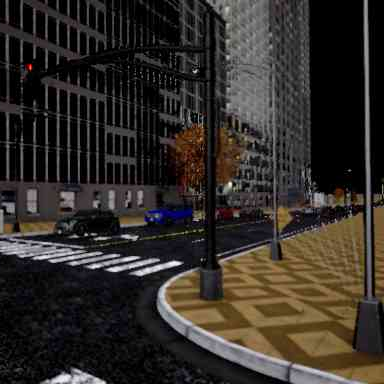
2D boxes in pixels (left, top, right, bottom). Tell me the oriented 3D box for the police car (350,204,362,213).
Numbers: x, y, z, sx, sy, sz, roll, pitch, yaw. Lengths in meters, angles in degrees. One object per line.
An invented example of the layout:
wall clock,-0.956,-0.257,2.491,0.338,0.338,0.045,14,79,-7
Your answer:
police car,32.051,3.194,65.125,1.930,1.638,5.238,-1,-2,32

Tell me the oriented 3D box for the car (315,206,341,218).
car,18.637,2.746,45.326,1.837,1.490,4.892,-1,-2,32

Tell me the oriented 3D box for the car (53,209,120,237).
car,-7.054,1.953,22.596,2.097,1.767,4.553,-1,-2,32

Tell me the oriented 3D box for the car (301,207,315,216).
car,17.922,2.915,50.366,2.033,1.411,5.357,-1,-2,31

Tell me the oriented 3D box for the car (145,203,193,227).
car,-2.005,2.044,30.794,2.150,2.045,5.566,-1,-2,32

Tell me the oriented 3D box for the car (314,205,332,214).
car,23.396,3.151,59.251,2.033,1.411,5.357,-1,-2,32

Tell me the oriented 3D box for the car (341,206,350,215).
car,23.863,2.972,53.823,1.837,1.490,4.892,-1,-2,32

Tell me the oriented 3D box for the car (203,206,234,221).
car,3.125,2.400,39.111,2.097,1.767,4.553,-1,-2,32

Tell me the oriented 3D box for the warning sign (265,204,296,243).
warning sign,4.611,1.607,17.295,1.300,1.860,1.060,0,0,32

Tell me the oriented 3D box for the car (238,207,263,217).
car,8.451,2.826,47.677,2.033,1.411,5.357,-1,-2,32
